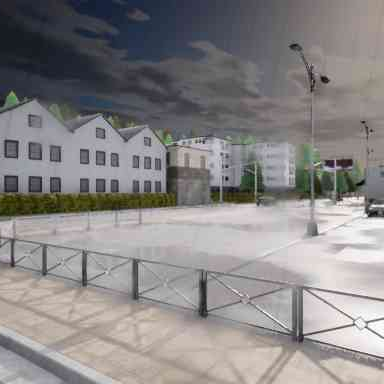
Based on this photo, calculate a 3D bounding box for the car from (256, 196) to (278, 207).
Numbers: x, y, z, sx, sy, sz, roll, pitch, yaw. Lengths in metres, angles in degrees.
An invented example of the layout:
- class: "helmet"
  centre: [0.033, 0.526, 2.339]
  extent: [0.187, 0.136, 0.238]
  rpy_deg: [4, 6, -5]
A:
- class: "car"
  centre: [10.673, 1.313, 47.132]
  extent: [1.837, 1.490, 4.892]
  rpy_deg: [0, 0, 32]

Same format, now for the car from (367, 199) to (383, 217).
- class: "car"
  centre: [15.421, 1.298, 26.811]
  extent: [2.007, 1.523, 4.514]
  rpy_deg: [0, 0, 35]
